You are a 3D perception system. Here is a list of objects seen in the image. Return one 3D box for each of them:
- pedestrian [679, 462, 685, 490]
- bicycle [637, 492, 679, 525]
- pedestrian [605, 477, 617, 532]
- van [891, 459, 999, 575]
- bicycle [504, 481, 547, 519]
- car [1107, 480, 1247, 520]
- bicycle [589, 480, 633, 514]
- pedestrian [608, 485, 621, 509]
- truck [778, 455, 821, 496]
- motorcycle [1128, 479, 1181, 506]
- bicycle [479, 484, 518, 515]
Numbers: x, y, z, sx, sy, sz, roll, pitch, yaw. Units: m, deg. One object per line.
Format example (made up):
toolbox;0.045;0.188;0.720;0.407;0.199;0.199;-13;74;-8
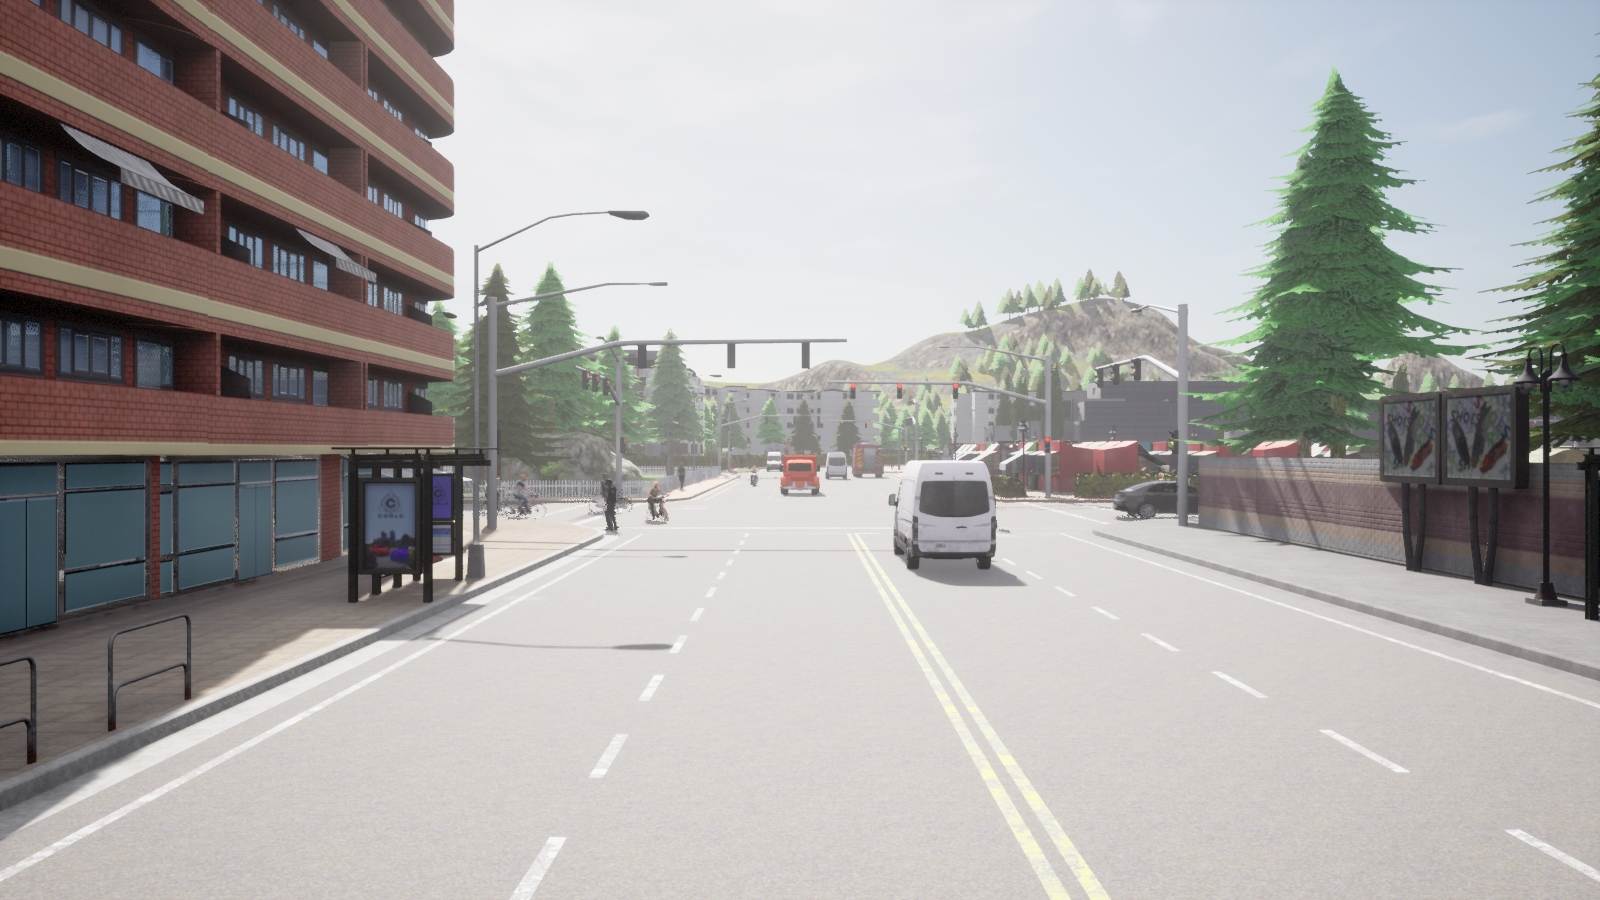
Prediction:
pedestrian;-7.747;1.701;74.859;0.375;1.860;0.375;0;0;0
bicycle;-5.375;2.192;43.193;0.859;1.126;1.487;-1;2;-41
pedestrian;-6.456;1.850;38.978;0.375;1.860;0.375;0;0;-11
van;3.505;1.536;28.720;1.988;2.561;5.915;0;0;0
bicycle;-10.928;2.003;45.509;1.643;1.496;0.373;0;0;-6
car;15.164;2.010;46.169;4.892;1.480;2.231;0;0;0
bicycle;-8.121;2.018;49.148;1.835;1.471;0.329;1;0;-4
pedestrian;-8.642;2.183;53.219;0.500;1.100;0.500;0;0;0
truck;-0.006;1.572;72.542;2.627;2.467;5.204;0;0;0
motorcycle;17.582;2.102;56.689;2.356;1.307;0.764;0;0;0
bicycle;-12.851;2.105;48.752;1.487;1.276;0.859;1;0;-8
